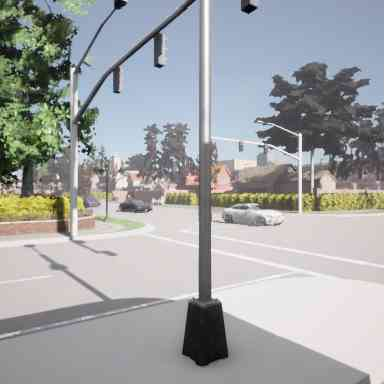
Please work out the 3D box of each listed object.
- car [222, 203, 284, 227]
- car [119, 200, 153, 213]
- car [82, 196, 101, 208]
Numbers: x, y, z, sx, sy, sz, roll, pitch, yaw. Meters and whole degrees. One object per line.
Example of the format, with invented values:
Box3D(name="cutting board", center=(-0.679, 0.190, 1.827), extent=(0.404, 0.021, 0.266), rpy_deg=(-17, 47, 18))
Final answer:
Box3D(name="car", center=(4.096, 1.525, 23.017), extent=(1.812, 1.442, 4.674), rpy_deg=(0, 0, -40))
Box3D(name="car", center=(-6.308, 1.547, 36.801), extent=(2.033, 1.411, 5.357), rpy_deg=(0, 0, -36))
Box3D(name="car", center=(-15.097, 1.352, 48.958), extent=(2.097, 1.767, 4.553), rpy_deg=(0, 0, -36))
